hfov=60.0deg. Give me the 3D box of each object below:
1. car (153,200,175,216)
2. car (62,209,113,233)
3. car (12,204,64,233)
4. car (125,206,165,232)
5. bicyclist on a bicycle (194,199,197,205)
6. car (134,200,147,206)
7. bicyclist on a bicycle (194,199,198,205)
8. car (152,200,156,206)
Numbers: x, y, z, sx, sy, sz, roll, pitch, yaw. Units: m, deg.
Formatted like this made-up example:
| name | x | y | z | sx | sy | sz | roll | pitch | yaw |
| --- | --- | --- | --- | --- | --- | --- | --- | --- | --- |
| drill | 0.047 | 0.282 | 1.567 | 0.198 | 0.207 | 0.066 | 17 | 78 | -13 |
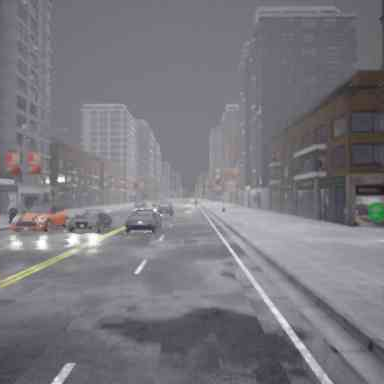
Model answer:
| name | x | y | z | sx | sy | sz | roll | pitch | yaw |
| --- | --- | --- | --- | --- | --- | --- | --- | --- | --- |
| car | -3.137 | 2.038 | 39.694 | 1.812 | 1.442 | 4.674 | 0 | -1 | 0 |
| car | -6.590 | 1.846 | 21.884 | 1.994 | 1.385 | 4.181 | 0 | -1 | 0 |
| car | -9.842 | 1.635 | 21.956 | 2.097 | 1.767 | 4.553 | 0 | -1 | 0 |
| car | -3.144 | 1.850 | 22.180 | 1.994 | 1.385 | 4.181 | 0 | -1 | 0 |
| bicyclist on a bicycle | 0.922 | 2.546 | 84.514 | 0.582 | 1.620 | 1.656 | 0 | -1 | 0 |
| car | -9.743 | 2.317 | 63.509 | 2.128 | 1.511 | 4.902 | 0 | -1 | 0 |
| bicyclist on a bicycle | 0.913 | 2.412 | 75.513 | 0.866 | 1.612 | 1.509 | 0 | -1 | 0 |
| car | -6.495 | 2.316 | 63.587 | 2.128 | 1.511 | 4.902 | 0 | -1 | 0 |
